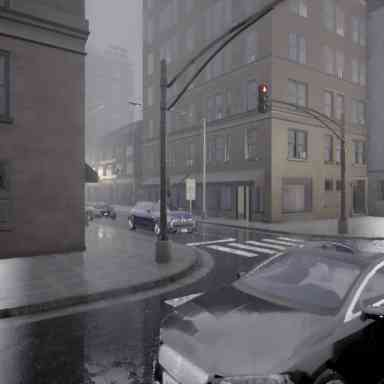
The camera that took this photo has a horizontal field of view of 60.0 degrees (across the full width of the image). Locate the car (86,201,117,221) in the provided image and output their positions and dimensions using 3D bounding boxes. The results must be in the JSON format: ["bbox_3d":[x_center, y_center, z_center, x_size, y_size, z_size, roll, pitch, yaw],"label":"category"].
[{"bbox_3d":[-7.472,1.428,26.049,1.994,1.385,4.181,0,0,-35],"label":"car"}]

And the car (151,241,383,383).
[{"bbox_3d":[1.835,1.487,4.382,4.902,1.511,2.128,0,0,-36],"label":"car"}]

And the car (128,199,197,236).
[{"bbox_3d":[-1.675,1.269,17.944,2.097,1.767,4.553,0,0,-36],"label":"car"}]
